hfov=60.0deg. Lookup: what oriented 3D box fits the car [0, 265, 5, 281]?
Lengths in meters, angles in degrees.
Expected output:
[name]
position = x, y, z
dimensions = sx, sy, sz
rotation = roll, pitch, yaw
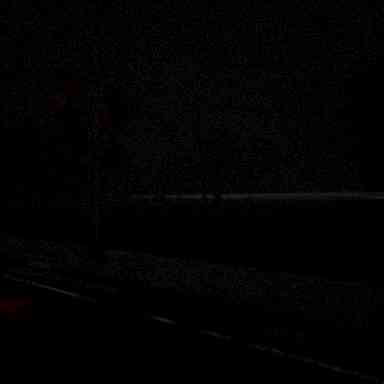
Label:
[car]
position = -6.846, 1.640, 8.474
dimensions = 5.357, 1.411, 2.033
rotation = -1, 0, 36
